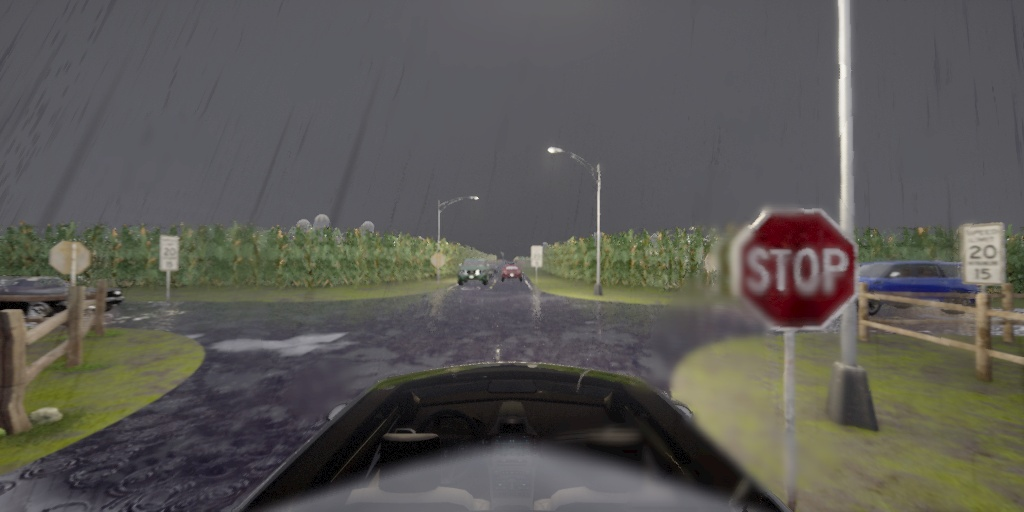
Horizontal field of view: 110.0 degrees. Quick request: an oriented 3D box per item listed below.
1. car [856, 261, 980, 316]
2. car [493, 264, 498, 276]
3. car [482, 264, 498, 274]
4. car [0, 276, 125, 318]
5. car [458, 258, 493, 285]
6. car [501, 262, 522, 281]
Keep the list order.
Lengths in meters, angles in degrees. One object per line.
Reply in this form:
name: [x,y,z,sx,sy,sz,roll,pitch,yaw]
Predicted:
car: [15.079,1.226,14.396,5.566,2.045,2.150,0,-1,0]
car: [-2.975,1.613,39.678,2.033,1.411,5.357,0,0,0]
car: [-2.998,1.749,49.987,1.895,1.301,4.718,0,0,0]
car: [-15.727,1.317,11.649,4.718,1.301,1.895,0,-1,0]
car: [-2.941,1.198,28.648,2.150,2.045,5.566,0,-1,0]
car: [-0.016,1.550,34.152,1.812,1.442,4.674,0,0,0]
